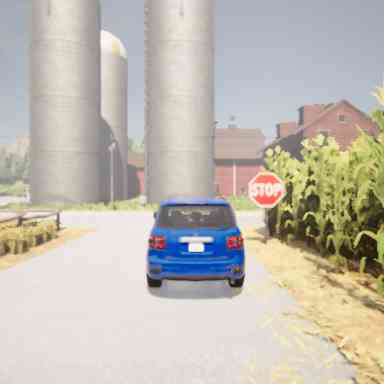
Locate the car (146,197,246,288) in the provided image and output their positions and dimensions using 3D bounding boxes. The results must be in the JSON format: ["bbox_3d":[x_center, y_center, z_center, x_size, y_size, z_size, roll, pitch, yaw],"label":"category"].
[{"bbox_3d":[0.068,1.134,9.137,2.150,2.045,5.566,0,1,0],"label":"car"}]

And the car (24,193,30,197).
[{"bbox_3d":[-37.182,0.504,78.217,3.866,1.878,1.905,0,1,0],"label":"car"}]
